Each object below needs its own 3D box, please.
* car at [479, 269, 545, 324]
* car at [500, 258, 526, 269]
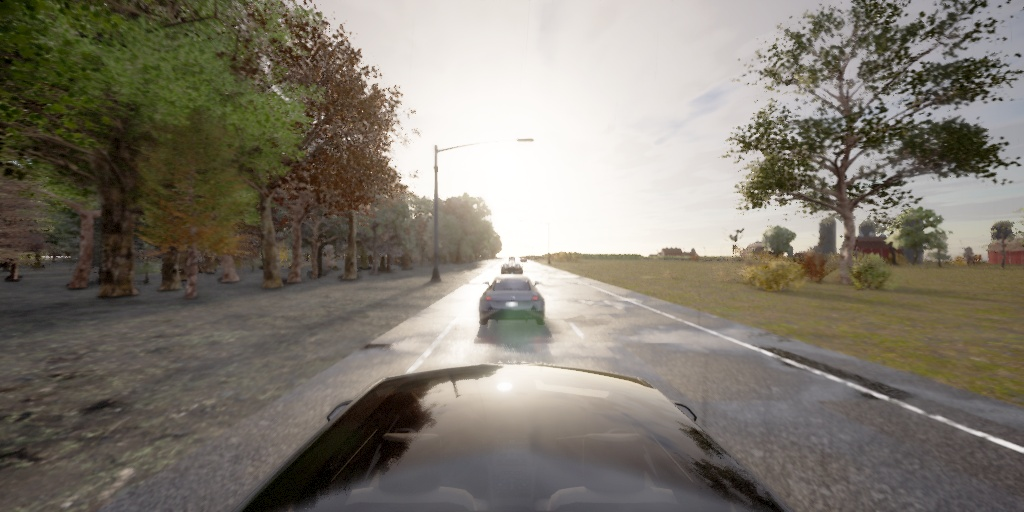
[{"bbox_3d":[-0.001,1.317,11.997,1.994,1.385,4.181,0,0,0],"label":"car"},{"bbox_3d":[-0.004,1.227,30.995,1.882,1.535,5.008,0,0,0],"label":"car"}]
